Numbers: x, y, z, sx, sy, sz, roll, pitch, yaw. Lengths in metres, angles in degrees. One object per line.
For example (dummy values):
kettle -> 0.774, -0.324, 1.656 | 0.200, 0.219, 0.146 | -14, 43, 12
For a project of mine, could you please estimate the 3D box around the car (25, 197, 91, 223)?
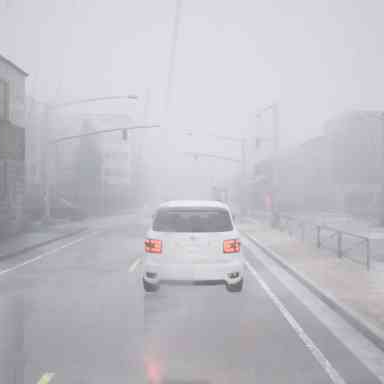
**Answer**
car -> -11.014, 1.397, 26.716 | 5.566, 2.045, 2.150 | 0, 0, -5

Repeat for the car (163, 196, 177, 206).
car -> -3.692, 1.491, 56.944 | 2.128, 1.511, 4.902 | 0, 0, 0

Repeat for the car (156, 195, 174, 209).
car -> -3.687, 1.352, 46.563 | 2.097, 1.767, 4.553 | 0, 0, 0

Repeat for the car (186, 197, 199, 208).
car -> 0.033, 1.526, 47.812 | 1.812, 1.442, 4.674 | 0, 0, 0

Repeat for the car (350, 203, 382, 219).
car -> 16.658, 1.740, 30.232 | 4.181, 1.385, 1.994 | 0, 0, 0

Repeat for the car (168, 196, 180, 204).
car -> -3.643, 1.547, 67.582 | 2.033, 1.411, 5.357 | 0, 0, 0

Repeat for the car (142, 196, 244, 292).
car -> 0.036, 1.221, 9.050 | 2.150, 2.045, 5.566 | 0, 0, 1
